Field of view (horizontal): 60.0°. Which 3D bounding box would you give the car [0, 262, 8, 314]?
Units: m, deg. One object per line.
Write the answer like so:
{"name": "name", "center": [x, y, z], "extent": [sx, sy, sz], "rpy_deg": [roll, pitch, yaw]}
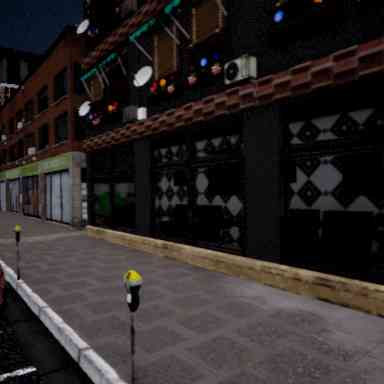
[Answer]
{"name": "car", "center": [-4.963, 1.516, 6.610], "extent": [1.812, 1.442, 4.674], "rpy_deg": [-1, 1, -38]}
